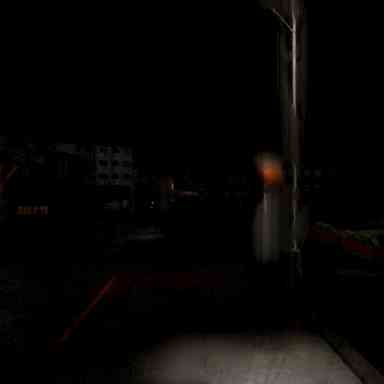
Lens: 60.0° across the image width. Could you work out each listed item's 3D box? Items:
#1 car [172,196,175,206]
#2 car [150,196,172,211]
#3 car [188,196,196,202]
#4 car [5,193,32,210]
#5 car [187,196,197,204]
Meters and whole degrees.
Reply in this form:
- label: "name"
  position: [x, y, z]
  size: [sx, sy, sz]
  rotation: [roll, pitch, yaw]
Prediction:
- label: "car"
  position: [-4.060, 1.438, 58.495]
  size: [2.097, 1.767, 4.553]
  rotation: [0, 0, 0]
- label: "car"
  position: [-4.091, 1.415, 42.820]
  size: [2.097, 1.767, 4.553]
  rotation: [0, 0, 0]
- label: "car"
  position: [-0.003, 1.699, 78.521]
  size: [1.895, 1.301, 4.718]
  rotation: [0, 0, 0]
- label: "car"
  position: [-19.760, 1.039, 36.700]
  size: [1.905, 1.878, 3.866]
  rotation: [0, 0, 35]
- label: "car"
  position: [-0.003, 1.647, 67.925]
  size: [2.033, 1.411, 5.357]
  rotation: [0, 0, 0]
